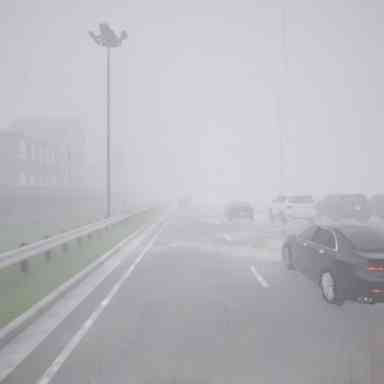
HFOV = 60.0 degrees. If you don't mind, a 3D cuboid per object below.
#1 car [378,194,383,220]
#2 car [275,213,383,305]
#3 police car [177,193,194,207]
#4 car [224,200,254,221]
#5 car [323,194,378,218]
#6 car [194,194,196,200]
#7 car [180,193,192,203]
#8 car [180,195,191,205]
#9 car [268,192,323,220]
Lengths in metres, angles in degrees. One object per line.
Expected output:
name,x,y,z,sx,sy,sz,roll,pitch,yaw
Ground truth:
car,14.094,1.137,23.913,2.150,2.045,5.566,0,0,0
car,3.598,1.476,7.979,1.837,1.490,4.892,0,0,0
police car,-1.063,1.259,47.152,1.930,1.638,5.238,0,0,0
car,3.592,1.385,26.216,1.882,1.535,5.008,0,0,0
car,10.596,1.137,23.917,2.150,2.045,5.566,0,0,0
car,-0.020,1.099,80.664,2.128,1.511,4.902,0,0,0
car,-1.068,1.129,63.012,2.097,1.767,4.553,0,0,0
car,-1.066,1.305,57.042,1.837,1.490,4.892,0,0,0
car,7.093,1.137,23.911,2.150,2.045,5.566,0,0,0
